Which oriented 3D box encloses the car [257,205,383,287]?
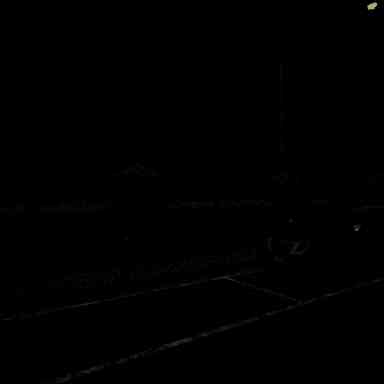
[{"bbox_3d":[4.124,1.313,9.478,5.009,1.841,2.192,0,0,-36],"label":"car"}]
